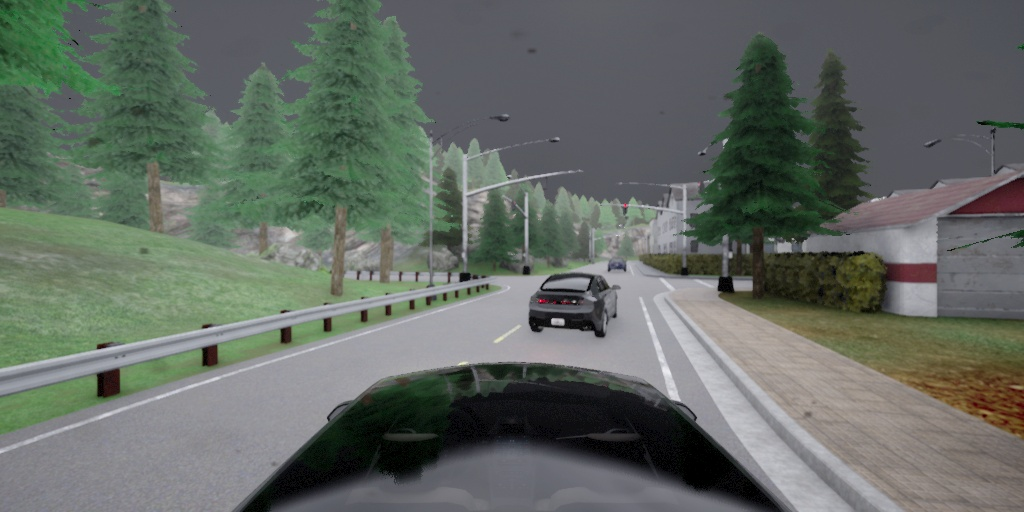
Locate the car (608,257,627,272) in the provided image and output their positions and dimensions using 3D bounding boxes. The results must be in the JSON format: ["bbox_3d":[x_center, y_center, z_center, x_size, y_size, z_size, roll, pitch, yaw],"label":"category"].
[{"bbox_3d":[12.667,0.957,43.130,2.097,1.767,4.553,0,0,18],"label":"car"}]

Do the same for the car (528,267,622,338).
[{"bbox_3d":[1.916,1.225,10.298,1.837,1.490,4.892,0,0,22],"label":"car"}]
